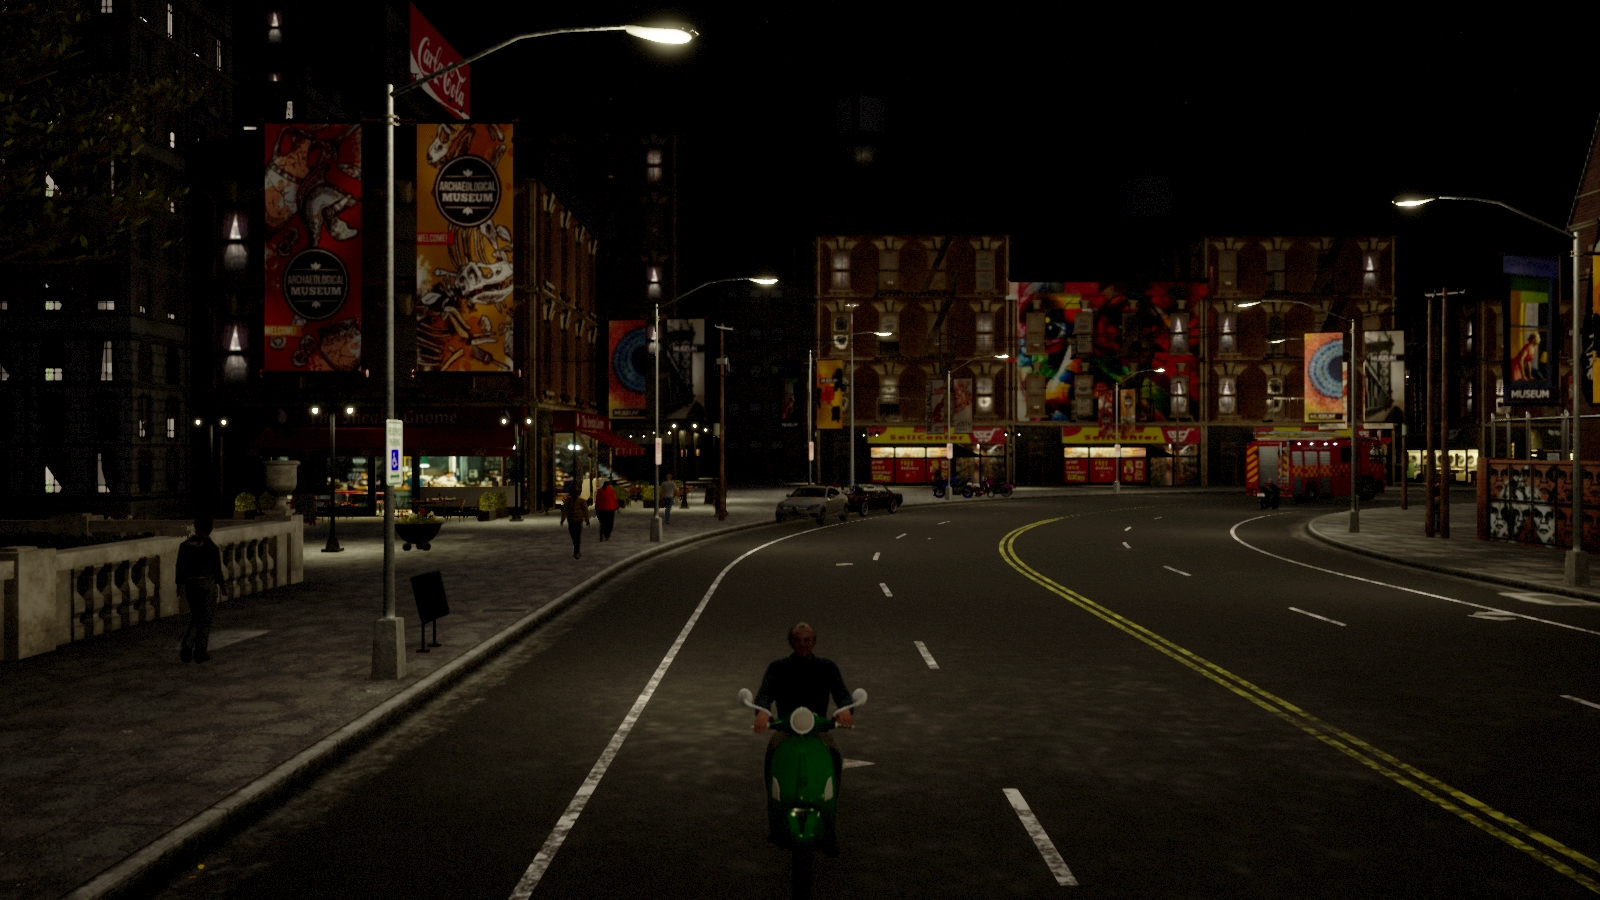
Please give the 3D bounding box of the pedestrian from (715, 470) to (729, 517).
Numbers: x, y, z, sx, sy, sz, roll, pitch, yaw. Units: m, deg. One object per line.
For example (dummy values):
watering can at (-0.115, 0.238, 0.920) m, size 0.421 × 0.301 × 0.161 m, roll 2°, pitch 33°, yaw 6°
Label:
pedestrian at (-3.085, 1.713, 45.056) m, size 0.375 × 1.860 × 0.375 m, roll 0°, pitch 0°, yaw 39°

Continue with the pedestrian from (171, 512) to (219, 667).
pedestrian at (-7.434, 1.702, 14.051) m, size 0.375 × 1.860 × 0.375 m, roll 0°, pitch 0°, yaw 6°

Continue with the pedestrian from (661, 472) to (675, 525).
pedestrian at (-4.694, 1.712, 40.636) m, size 0.375 × 1.860 × 0.375 m, roll 0°, pitch 0°, yaw 14°

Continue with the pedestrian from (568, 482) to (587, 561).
pedestrian at (-5.334, 1.707, 27.346) m, size 0.375 × 1.860 × 0.375 m, roll 0°, pitch 0°, yaw 2°

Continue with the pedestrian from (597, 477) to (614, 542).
pedestrian at (-5.597, 1.709, 32.930) m, size 0.375 × 1.860 × 0.375 m, roll 0°, pitch 0°, yaw 8°

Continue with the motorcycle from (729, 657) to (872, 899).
motorcycle at (0.006, 2.186, 7.768) m, size 0.856 × 1.236 × 1.805 m, roll 0°, pitch 0°, yaw 0°
